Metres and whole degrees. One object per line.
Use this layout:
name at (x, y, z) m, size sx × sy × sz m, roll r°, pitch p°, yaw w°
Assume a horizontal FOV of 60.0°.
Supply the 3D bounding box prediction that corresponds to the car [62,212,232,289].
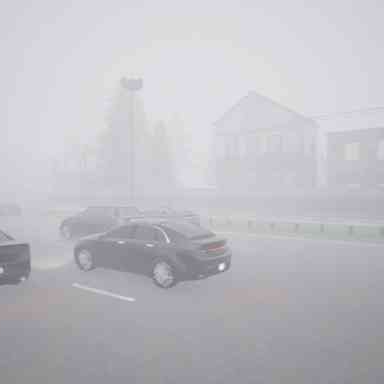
car at (-1.274, 1.503, 9.200) m, size 4.892 × 1.490 × 1.837 m, roll 0°, pitch 0°, yaw 36°

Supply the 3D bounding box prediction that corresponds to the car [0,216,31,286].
car at (-6.010, 1.474, 8.279) m, size 5.008 × 1.535 × 1.882 m, roll 0°, pitch 0°, yaw 36°

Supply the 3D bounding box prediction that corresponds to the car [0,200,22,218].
car at (-16.697, 1.481, 28.801) m, size 4.902 × 1.511 × 2.128 m, roll 0°, pitch 0°, yaw 36°

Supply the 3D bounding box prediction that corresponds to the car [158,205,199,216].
car at (-1.802, 1.487, 18.174) m, size 4.902 × 1.511 × 2.128 m, roll 0°, pitch 0°, yaw 36°

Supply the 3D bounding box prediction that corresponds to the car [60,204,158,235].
car at (-4.132, 1.348, 15.538) m, size 4.553 × 1.767 × 2.097 m, roll 0°, pitch 0°, yaw 35°
